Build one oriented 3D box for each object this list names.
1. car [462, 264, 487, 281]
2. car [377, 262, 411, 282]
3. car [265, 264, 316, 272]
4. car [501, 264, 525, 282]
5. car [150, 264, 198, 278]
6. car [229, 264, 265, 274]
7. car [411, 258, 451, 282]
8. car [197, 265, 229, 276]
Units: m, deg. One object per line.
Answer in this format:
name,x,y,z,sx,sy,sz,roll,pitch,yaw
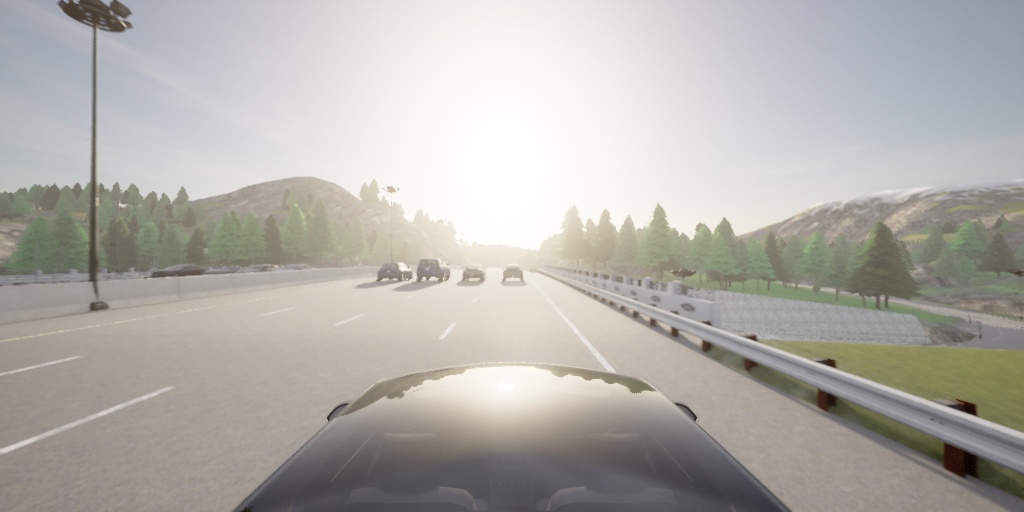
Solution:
car,-3.399,1.485,32.856,2.128,1.511,4.902,0,-1,0
car,-10.400,1.345,32.332,2.097,1.767,4.553,0,-1,0
car,-21.078,1.514,34.790,1.882,1.535,5.008,0,-1,0
car,0.101,1.492,32.525,1.837,1.490,4.892,0,-1,0
car,-31.575,1.516,34.346,1.882,1.535,5.008,0,-1,0
car,-24.576,1.546,35.020,1.837,1.490,4.892,0,-1,0
car,-6.898,1.206,31.951,2.150,2.045,5.566,0,-1,0
car,-28.071,1.616,35.462,1.994,1.385,4.181,0,-1,0
